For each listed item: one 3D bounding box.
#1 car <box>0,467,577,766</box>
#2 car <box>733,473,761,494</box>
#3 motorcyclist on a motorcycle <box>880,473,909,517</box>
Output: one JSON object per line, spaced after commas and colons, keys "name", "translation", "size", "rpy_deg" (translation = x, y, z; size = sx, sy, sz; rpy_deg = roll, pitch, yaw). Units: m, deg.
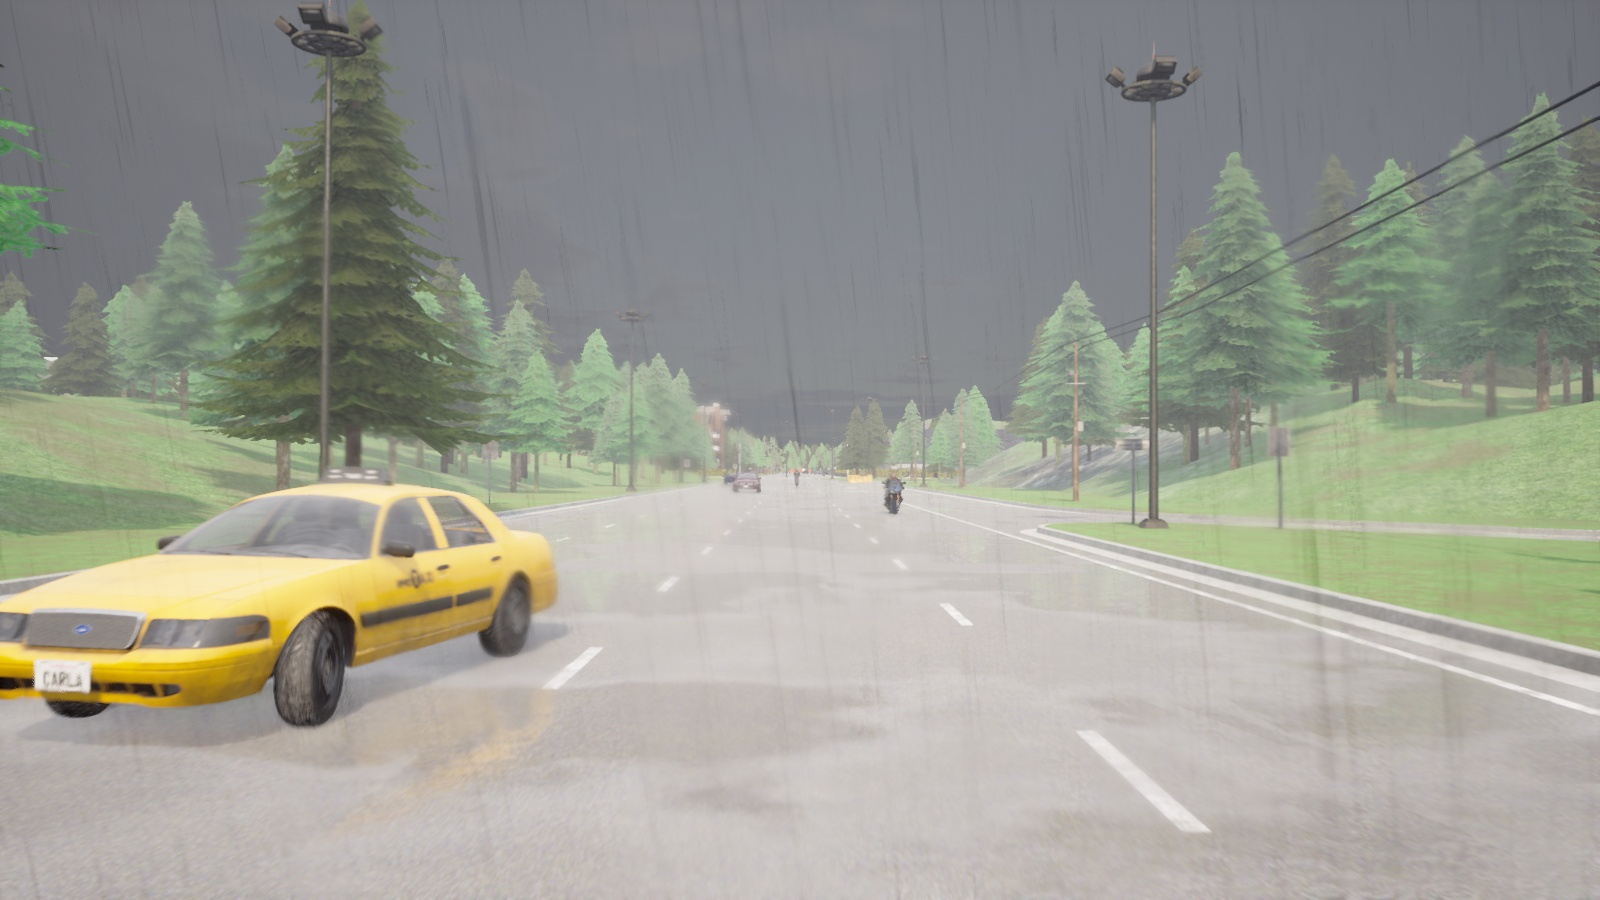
{"name": "car", "translation": [-3.453, 0.926, 9.450], "size": [1.801, 1.575, 5.366], "rpy_deg": [0, -1, 9]}
{"name": "car", "translation": [-3.716, 2.351, 89.359], "size": [1.812, 1.442, 4.674], "rpy_deg": [0, -1, 0]}
{"name": "motorcyclist on a motorcycle", "translation": [3.390, 1.595, 45.315], "size": [0.866, 1.530, 2.191], "rpy_deg": [0, -1, 0]}
